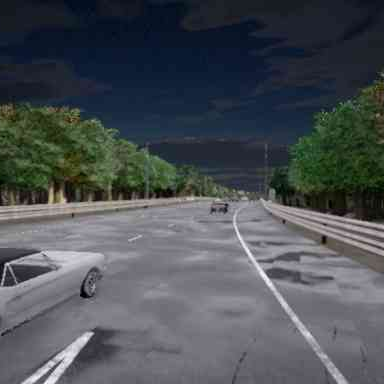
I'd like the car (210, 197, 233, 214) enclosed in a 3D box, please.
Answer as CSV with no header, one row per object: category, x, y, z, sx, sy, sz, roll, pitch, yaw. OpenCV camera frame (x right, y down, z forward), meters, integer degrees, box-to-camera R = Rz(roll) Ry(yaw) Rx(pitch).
car,3.326,1.714,39.262,2.128,1.511,4.902,0,0,11

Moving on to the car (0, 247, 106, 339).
car,-3.341,1.632,5.863,1.895,1.301,4.718,0,0,12
